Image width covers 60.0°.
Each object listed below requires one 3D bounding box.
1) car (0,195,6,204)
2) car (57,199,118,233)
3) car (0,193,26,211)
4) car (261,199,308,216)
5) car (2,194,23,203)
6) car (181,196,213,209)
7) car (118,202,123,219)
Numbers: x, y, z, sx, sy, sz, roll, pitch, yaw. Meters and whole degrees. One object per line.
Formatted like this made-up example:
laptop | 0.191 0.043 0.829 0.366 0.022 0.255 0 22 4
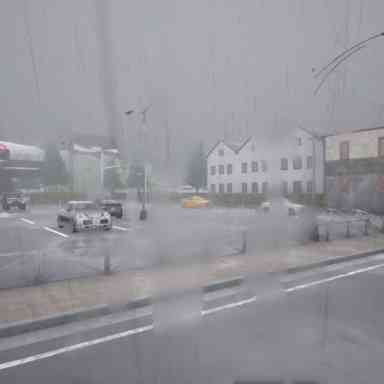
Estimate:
car | -39.629 1.495 65.801 4.611 1.667 2.242 0 0 -36
car | -5.731 1.247 17.595 1.970 1.475 3.806 0 0 -36
car | -20.255 1.092 37.855 1.905 1.878 3.866 0 0 -36
car | 8.397 1.349 30.482 1.812 1.442 4.674 0 0 -36
car | -39.404 1.328 72.930 3.866 1.878 1.905 0 0 -36
car | 0.585 1.301 41.424 1.882 1.535 5.008 0 0 -35
car | -6.864 1.313 25.457 2.007 1.523 4.514 0 0 -36
